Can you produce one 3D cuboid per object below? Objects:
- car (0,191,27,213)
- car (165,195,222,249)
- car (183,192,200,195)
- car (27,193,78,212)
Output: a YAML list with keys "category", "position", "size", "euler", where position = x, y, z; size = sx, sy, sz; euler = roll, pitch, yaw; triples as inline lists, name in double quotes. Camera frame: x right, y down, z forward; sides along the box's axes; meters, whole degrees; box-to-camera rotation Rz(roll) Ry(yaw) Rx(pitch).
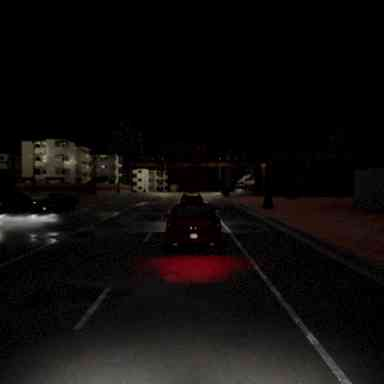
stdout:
- category: "car"
  position: [-14.105, 0.702, 25.297]
  size: [1.882, 1.535, 5.008]
  euler: [0, 2, 0]
- category: "car"
  position: [0.050, 1.120, 12.759]
  size: [1.882, 1.535, 5.008]
  euler: [0, 2, 0]
- category: "car"
  position: [-0.017, 0.680, 29.926]
  size: [1.895, 1.301, 4.718]
  euler: [0, 2, 0]
- category: "car"
  position: [-10.602, 0.803, 26.057]
  size: [1.895, 1.301, 4.718]
  euler: [0, 2, 0]
